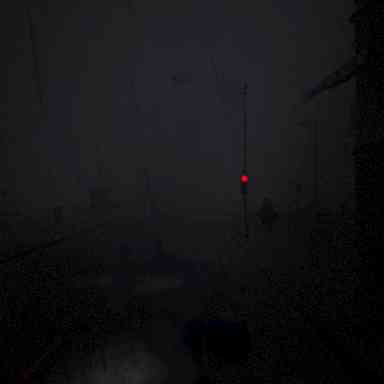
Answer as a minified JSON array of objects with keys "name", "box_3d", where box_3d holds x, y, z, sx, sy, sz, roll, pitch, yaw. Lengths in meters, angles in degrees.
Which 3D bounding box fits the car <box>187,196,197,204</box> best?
[{"name":"car","box_3d":[-0.014,1.619,68.958,1.812,1.442,4.674,0,0,0]}]
